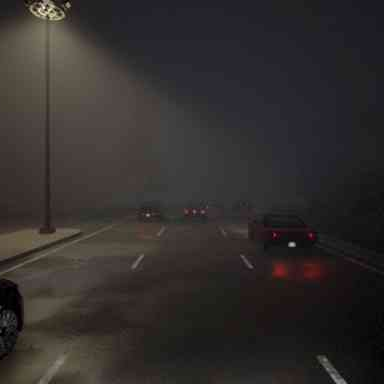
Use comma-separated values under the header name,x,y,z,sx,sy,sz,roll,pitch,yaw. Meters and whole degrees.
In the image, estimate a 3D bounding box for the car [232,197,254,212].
name,x,y,z,sx,sy,sz,roll,pitch,yaw
car,5.859,1.310,38.178,2.097,1.767,4.553,0,0,15

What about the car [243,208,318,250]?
name,x,y,z,sx,sy,sz,roll,pitch,yaw
car,3.605,1.585,14.189,1.895,1.301,4.718,0,0,0

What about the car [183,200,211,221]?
name,x,y,z,sx,sy,sz,roll,pitch,yaw
car,0.331,1.517,27.203,2.033,1.411,5.357,0,0,3

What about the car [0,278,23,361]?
name,x,y,z,sx,sy,sz,roll,pitch,yaw
car,-3.399,1.488,2.976,2.128,1.511,4.902,0,0,0

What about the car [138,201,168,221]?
name,x,y,z,sx,sy,sz,roll,pitch,yaw
car,-3.159,1.475,27.200,1.837,1.490,4.892,0,0,3

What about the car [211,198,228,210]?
name,x,y,z,sx,sy,sz,roll,pitch,yaw
car,3.255,1.446,41.783,2.128,1.511,4.902,0,0,15
